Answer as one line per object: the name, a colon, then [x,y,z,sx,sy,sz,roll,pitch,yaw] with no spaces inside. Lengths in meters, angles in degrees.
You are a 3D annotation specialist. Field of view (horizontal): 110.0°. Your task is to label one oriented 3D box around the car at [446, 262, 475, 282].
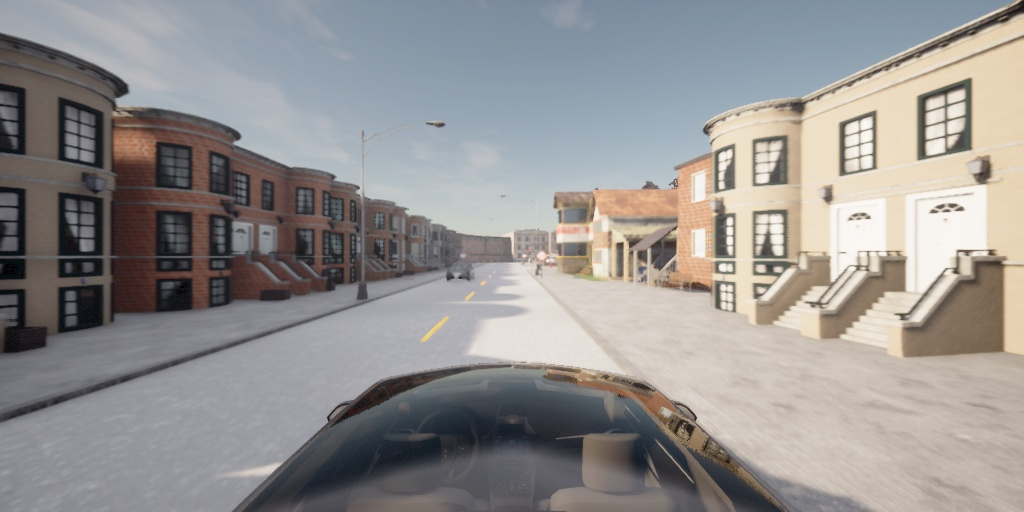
car: [-4.092,1.237,28.960,2.128,1.511,4.902,0,0,0]
